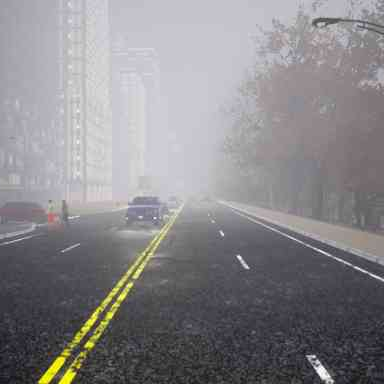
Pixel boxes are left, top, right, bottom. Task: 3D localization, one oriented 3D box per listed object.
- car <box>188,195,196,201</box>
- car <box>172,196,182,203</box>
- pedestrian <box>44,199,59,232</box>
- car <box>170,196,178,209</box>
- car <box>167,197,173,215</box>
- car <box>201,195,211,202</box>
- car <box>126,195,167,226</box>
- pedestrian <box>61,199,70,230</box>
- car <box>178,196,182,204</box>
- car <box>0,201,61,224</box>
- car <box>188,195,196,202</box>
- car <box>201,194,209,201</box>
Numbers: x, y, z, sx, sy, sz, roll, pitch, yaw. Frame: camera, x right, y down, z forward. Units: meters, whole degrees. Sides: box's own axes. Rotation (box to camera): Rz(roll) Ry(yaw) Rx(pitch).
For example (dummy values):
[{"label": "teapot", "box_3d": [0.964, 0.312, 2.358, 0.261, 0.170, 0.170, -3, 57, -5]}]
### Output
[{"label": "car", "box_3d": [0.004, 1.419, 85.290, 1.812, 1.442, 4.674, 0, 0, 0]}, {"label": "car", "box_3d": [-3.248, 1.562, 71.199, 1.994, 1.385, 4.181, 0, 0, 0]}, {"label": "pedestrian", "box_3d": [-7.947, 1.293, 18.774, 0.375, 1.860, 0.375, 0, 0, 0]}, {"label": "car", "box_3d": [-3.345, 1.603, 46.614, 1.895, 1.301, 4.718, 0, 0, 0]}, {"label": "car", "box_3d": [-3.355, 1.581, 34.542, 1.994, 1.385, 4.181, 0, 0, 0]}, {"label": "car", "box_3d": [3.252, 1.503, 74.896, 1.837, 1.490, 4.892, 0, 0, 0]}, {"label": "car", "box_3d": [-3.371, 1.293, 24.539, 2.150, 2.045, 5.566, -1, 0, 0]}, {"label": "pedestrian", "box_3d": [-7.387, 1.298, 19.400, 0.375, 1.860, 0.375, 0, 0, 0]}, {"label": "car", "box_3d": [-3.326, 1.509, 59.530, 1.837, 1.490, 4.892, 0, 1, 0]}, {"label": "car", "box_3d": [-12.922, 1.542, 26.684, 4.553, 1.767, 2.097, -1, 0, 7]}, {"label": "car", "box_3d": [0.003, 1.542, 74.897, 2.033, 1.411, 5.357, 0, 0, 0]}, {"label": "car", "box_3d": [3.254, 1.373, 85.290, 1.882, 1.535, 5.008, 0, 0, 0]}]
